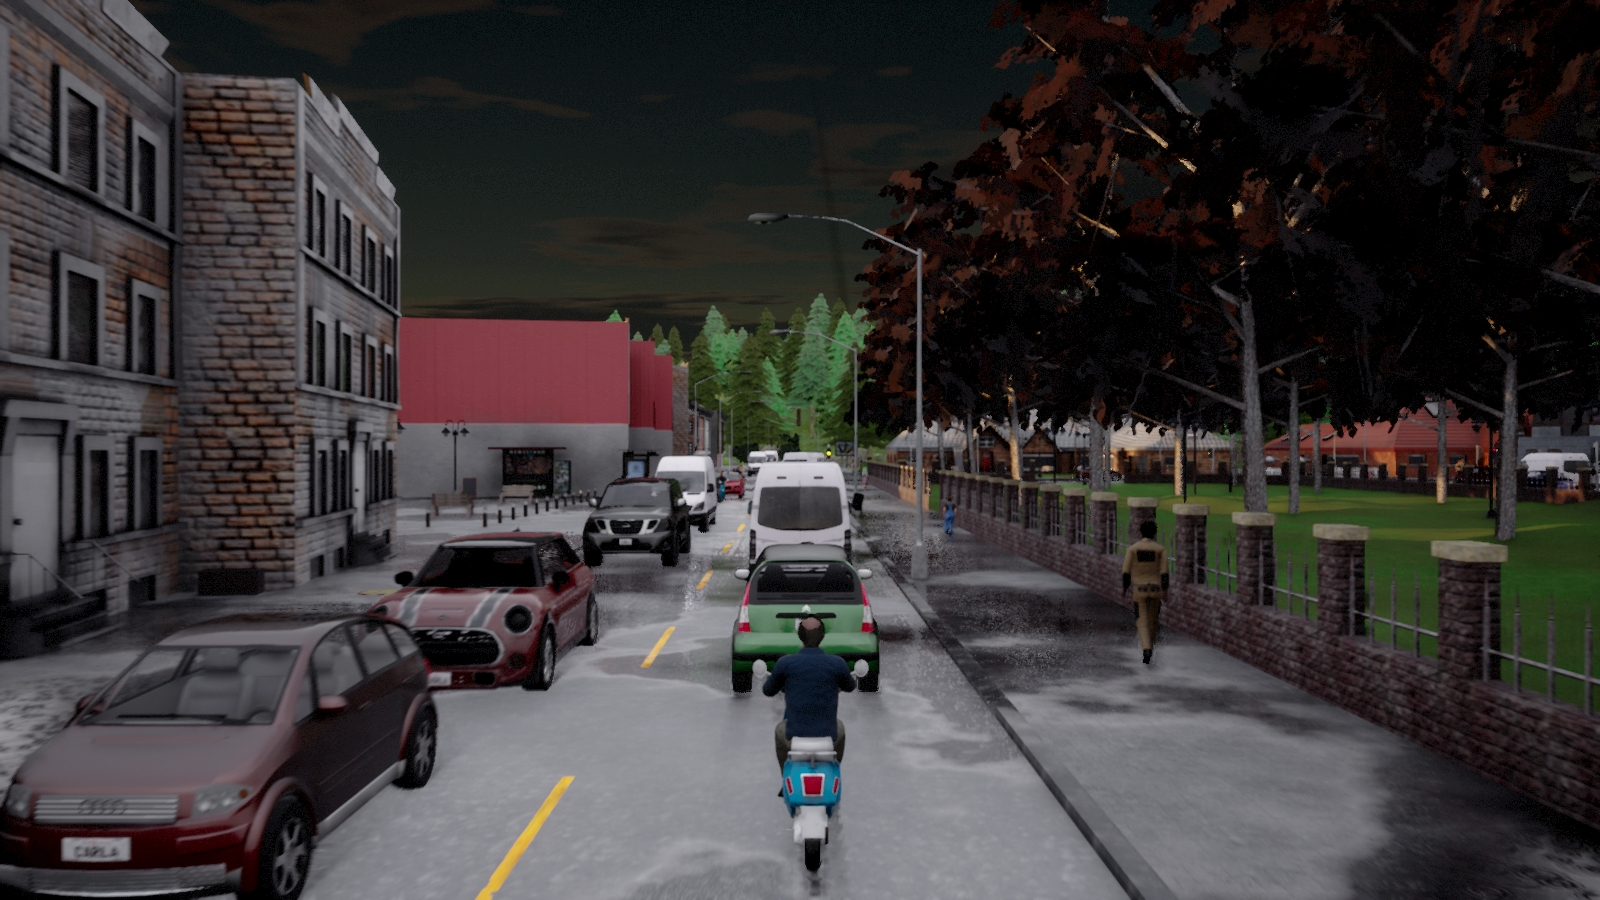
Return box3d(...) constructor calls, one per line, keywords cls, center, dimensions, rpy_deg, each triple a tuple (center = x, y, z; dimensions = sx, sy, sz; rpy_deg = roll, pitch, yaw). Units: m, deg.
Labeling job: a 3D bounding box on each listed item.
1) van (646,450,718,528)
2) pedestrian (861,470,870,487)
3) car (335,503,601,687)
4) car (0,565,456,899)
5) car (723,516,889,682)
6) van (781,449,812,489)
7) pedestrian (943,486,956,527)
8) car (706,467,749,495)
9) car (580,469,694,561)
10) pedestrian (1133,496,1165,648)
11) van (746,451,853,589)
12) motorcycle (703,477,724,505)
box3d(cls="van", center=(-4.101, 1.289, 40.549), dimensions=(1.988, 2.561, 5.915), rpy_deg=(0, 0, 0))
box3d(cls="pedestrian", center=(4.232, 1.860, 73.994), dimensions=(0.500, 1.100, 0.500), rpy_deg=(0, 0, -6))
box3d(cls="car", center=(-3.987, 1.676, 14.633), dimensions=(2.097, 1.767, 4.553), rpy_deg=(0, 0, 0))
box3d(cls="car", center=(-3.921, 1.797, 8.210), dimensions=(1.789, 1.549, 3.705), rpy_deg=(0, 0, 0))
box3d(cls="car", center=(0.051, 1.770, 14.701), dimensions=(1.851, 1.617, 3.988), rpy_deg=(0, 0, 0))
box3d(cls="van", center=(-0.248, 1.264, 76.142), dimensions=(1.988, 2.561, 5.915), rpy_deg=(0, -1, 0))
box3d(cls="pedestrian", center=(4.718, 1.783, 36.097), dimensions=(0.375, 1.300, 0.375), rpy_deg=(0, 0, 0))
box3d(cls="car", center=(-4.206, 1.800, 66.807), dimensions=(2.231, 1.480, 4.892), rpy_deg=(0, 0, 0))
box3d(cls="car", center=(-4.005, 1.541, 29.108), dimensions=(2.150, 2.045, 5.566), rpy_deg=(0, 0, 0))
box3d(cls="pedestrian", center=(4.375, 1.516, 14.344), dimensions=(0.375, 1.860, 0.375), rpy_deg=(0, 0, 15))
box3d(cls="van", center=(-0.021, 1.299, 24.188), dimensions=(1.988, 2.561, 5.915), rpy_deg=(0, 0, 0))
box3d(cls="motorcycle", center=(-4.155, 1.951, 54.845), dimensions=(0.867, 1.251, 2.209), rpy_deg=(0, 0, 0))
